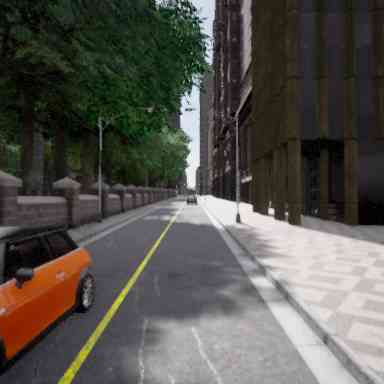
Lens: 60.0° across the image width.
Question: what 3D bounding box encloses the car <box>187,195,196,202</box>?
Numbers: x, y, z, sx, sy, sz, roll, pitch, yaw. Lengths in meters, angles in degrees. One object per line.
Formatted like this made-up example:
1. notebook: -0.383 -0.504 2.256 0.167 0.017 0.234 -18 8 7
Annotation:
1. car: -0.007 1.327 68.918 1.812 1.442 4.674 0 0 0

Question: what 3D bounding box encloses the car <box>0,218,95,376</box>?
1. car: -3.053 1.350 4.667 2.097 1.767 4.553 0 0 3

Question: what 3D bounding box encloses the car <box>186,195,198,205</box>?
1. car: -0.006 1.433 58.494 1.837 1.490 4.892 0 0 0
